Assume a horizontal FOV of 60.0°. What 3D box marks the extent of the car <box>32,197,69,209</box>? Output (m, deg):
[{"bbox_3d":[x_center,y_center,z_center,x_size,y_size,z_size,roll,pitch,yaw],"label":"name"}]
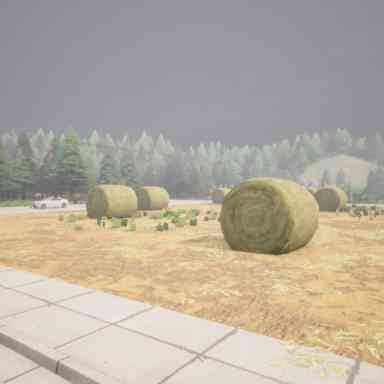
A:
[{"bbox_3d":[-18.396,1.415,43.460,1.812,1.442,4.674,0,0,36],"label":"car"}]
